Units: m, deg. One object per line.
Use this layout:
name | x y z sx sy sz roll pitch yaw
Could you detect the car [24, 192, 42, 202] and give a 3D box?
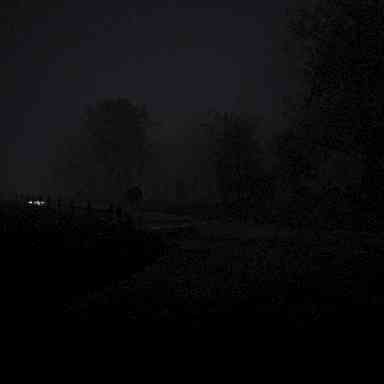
car | -24.818 0.750 51.855 1.994 1.385 4.181 -1 1 -36
